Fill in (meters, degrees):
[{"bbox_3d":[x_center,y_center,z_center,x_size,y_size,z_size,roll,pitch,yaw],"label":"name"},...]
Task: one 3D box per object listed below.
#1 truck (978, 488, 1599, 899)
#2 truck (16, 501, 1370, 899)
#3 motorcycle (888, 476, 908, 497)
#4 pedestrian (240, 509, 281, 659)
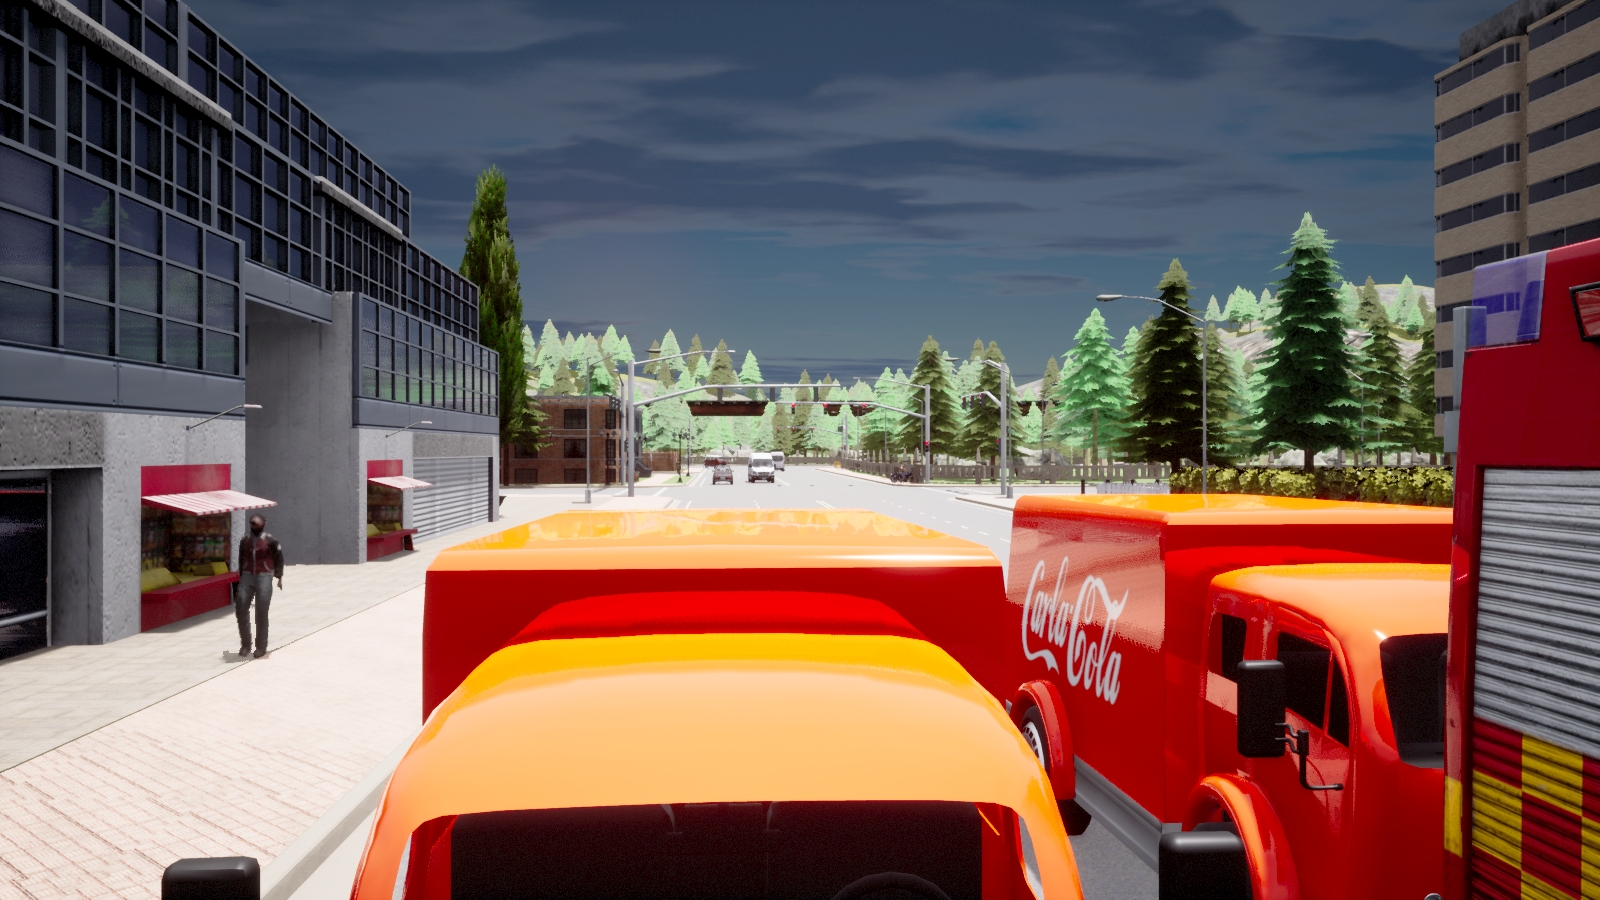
[{"bbox_3d":[3.003,1.568,7.234,2.627,2.467,5.204,0,0,-4],"label":"truck"},{"bbox_3d":[-0.347,1.568,4.821,2.627,2.467,5.204,0,0,-4],"label":"truck"},{"bbox_3d":[5.944,2.205,69.519,0.867,1.251,2.209,0,0,-4],"label":"motorcycle"},{"bbox_3d":[-6.889,1.698,14.606,0.375,1.860,0.375,0,0,-7],"label":"pedestrian"}]
